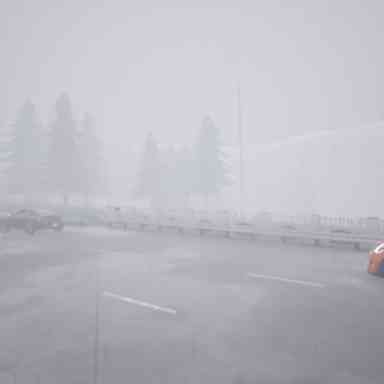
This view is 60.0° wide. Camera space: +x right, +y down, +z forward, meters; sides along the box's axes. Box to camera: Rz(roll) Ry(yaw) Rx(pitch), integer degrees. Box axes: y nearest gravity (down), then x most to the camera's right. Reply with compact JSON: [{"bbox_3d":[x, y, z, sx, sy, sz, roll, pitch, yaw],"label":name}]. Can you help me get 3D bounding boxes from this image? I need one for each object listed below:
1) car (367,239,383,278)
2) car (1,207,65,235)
[{"bbox_3d":[6.700,1.379,7.791,4.553,1.767,2.097,0,0,36],"label":"car"},{"bbox_3d":[-9.264,1.607,19.332,4.674,1.442,1.812,0,0,36],"label":"car"}]
